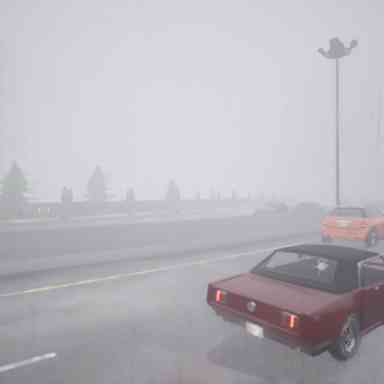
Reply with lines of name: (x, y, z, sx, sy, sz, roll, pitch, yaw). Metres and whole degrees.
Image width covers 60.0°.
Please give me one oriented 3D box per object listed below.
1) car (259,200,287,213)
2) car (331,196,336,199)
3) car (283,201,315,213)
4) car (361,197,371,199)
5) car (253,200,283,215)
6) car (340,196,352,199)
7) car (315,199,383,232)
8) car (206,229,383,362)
car: (9.784, 1.668, 39.983, 1.994, 1.385, 4.181, 0, 0, 34)
car: (32.224, 1.655, 74.488, 1.837, 1.490, 4.892, 0, 0, 33)
car: (9.763, 1.573, 28.202, 1.837, 1.490, 4.892, 0, 0, 39)
car: (31.706, 1.620, 60.781, 1.837, 1.490, 4.892, 0, 0, 33)
car: (7.724, 1.629, 31.175, 2.033, 1.411, 5.357, 0, 0, 38)
car: (29.967, 1.612, 64.539, 1.882, 1.535, 5.008, 0, 0, 33)
car: (7.874, 1.384, 15.474, 4.553, 1.767, 2.097, 0, 0, -45)
car: (2.596, 1.615, 5.978, 4.718, 1.301, 1.895, 0, 0, -39)
